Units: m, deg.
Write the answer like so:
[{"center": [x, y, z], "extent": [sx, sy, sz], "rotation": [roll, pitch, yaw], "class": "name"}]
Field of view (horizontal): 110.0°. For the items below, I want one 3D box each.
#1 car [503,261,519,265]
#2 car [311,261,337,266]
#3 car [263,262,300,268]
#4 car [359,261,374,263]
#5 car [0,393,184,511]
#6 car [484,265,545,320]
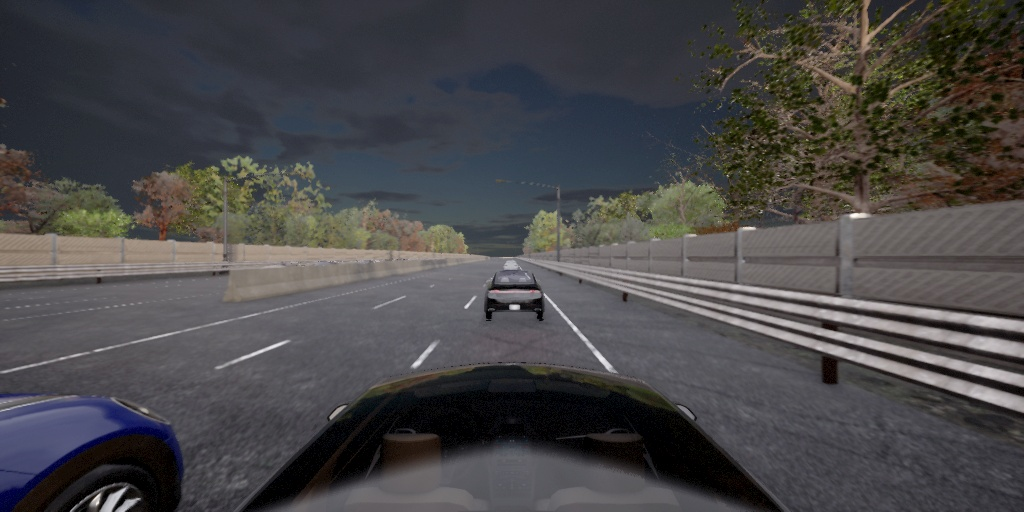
[{"center": [-0.122, 1.284, 44.460], "extent": [1.812, 1.442, 4.674], "rotation": [0, 0, 0], "class": "car"}, {"center": [-21.283, 1.309, 40.742], "extent": [2.033, 1.411, 5.357], "rotation": [0, 0, 0], "class": "car"}, {"center": [-24.779, 1.362, 39.109], "extent": [1.895, 1.301, 4.718], "rotation": [0, 0, 0], "class": "car"}, {"center": [-17.799, 1.309, 43.299], "extent": [2.033, 1.411, 5.357], "rotation": [0, 0, 0], "class": "car"}, {"center": [-3.407, 1.101, 0.661], "extent": [2.097, 1.767, 4.553], "rotation": [0, 0, 0], "class": "car"}, {"center": [0.066, 1.244, 12.621], "extent": [2.128, 1.511, 4.902], "rotation": [0, 0, 0], "class": "car"}]
